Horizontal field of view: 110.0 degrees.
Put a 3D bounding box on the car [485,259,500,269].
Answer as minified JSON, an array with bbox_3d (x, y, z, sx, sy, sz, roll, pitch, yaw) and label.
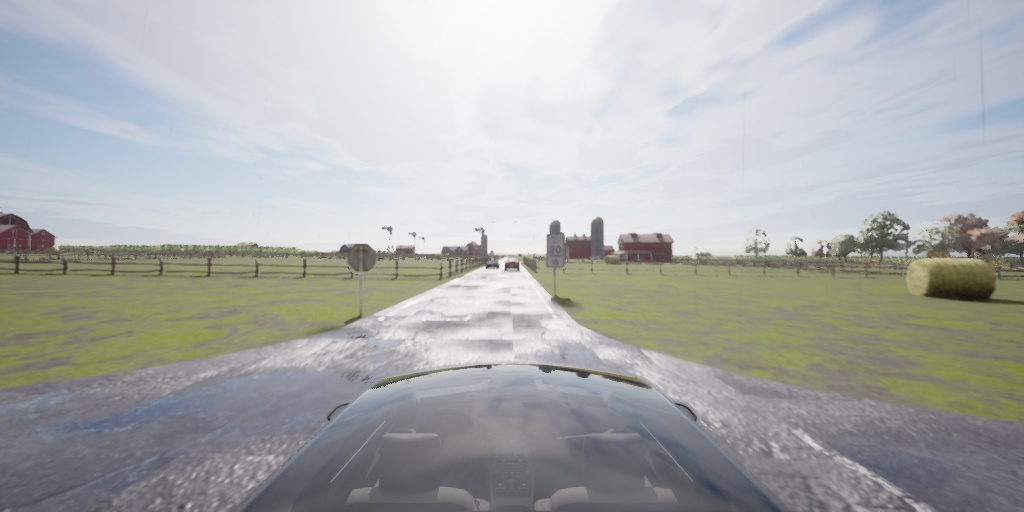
[{"bbox_3d":[-2.744,1.152,51.352,1.895,1.301,4.718,0,0,0],"label":"car"}]

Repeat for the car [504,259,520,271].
[{"bbox_3d":[0.008,1.052,45.512,1.882,1.535,5.008,0,0,0],"label":"car"}]
